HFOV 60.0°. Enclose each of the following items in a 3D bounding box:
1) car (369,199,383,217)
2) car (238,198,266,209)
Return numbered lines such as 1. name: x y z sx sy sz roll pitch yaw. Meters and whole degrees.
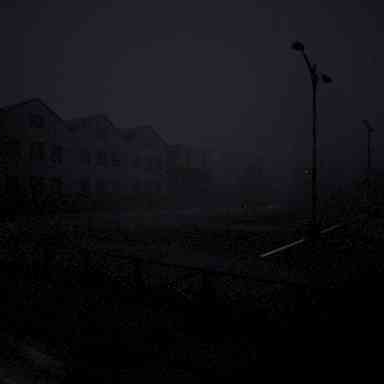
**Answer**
1. car: 15.523 1.298 26.745 2.007 1.523 4.514 0 0 35
2. car: 7.748 1.409 42.215 1.895 1.301 4.718 0 0 36
